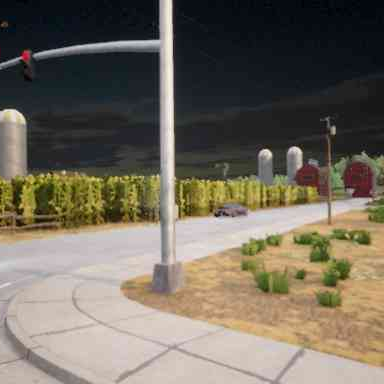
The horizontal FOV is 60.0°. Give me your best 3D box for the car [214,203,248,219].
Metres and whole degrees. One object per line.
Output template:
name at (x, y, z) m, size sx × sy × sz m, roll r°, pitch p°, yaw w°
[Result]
car at (3.772, 1.787, 32.103) m, size 1.994 × 1.385 × 4.181 m, roll -1°, pitch 0°, yaw 33°
